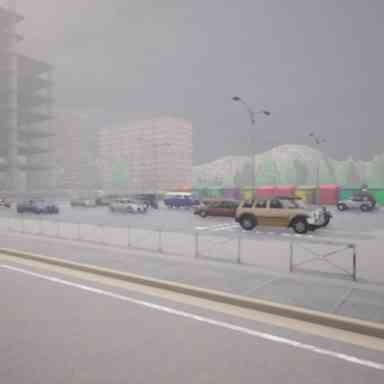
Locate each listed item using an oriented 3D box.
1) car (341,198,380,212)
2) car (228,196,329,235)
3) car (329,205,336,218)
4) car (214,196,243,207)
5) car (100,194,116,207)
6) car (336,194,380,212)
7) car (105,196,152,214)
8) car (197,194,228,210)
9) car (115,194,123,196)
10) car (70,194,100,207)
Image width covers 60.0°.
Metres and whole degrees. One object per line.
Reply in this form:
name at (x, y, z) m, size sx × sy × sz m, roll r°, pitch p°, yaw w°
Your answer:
car at (19.477, 1.419, 38.461) m, size 3.806 × 1.475 × 1.970 m, roll 0°, pitch 0°, yaw 36°
car at (4.577, 1.162, 17.875) m, size 4.605 × 1.855 × 1.932 m, roll 0°, pitch 0°, yaw 36°
car at (6.315, 1.166, 20.189) m, size 3.866 × 1.878 × 1.905 m, roll 0°, pitch 0°, yaw 36°
car at (5.305, 1.382, 48.671) m, size 3.905 × 1.438 × 1.784 m, roll 0°, pitch 0°, yaw 36°
car at (-13.433, 1.371, 48.473) m, size 3.905 × 1.438 × 1.784 m, roll 0°, pitch 0°, yaw 36°
car at (17.773, 1.178, 36.120) m, size 3.866 × 1.878 × 1.905 m, roll 0°, pitch 0°, yaw 36°
car at (-6.262, 1.402, 32.609) m, size 3.806 × 1.475 × 1.970 m, roll 0°, pitch 0°, yaw 36°
car at (3.557, 1.170, 46.361) m, size 4.605 × 1.855 × 1.932 m, roll 0°, pitch 0°, yaw 36°
car at (-11.903, 1.162, 50.678) m, size 4.605 × 1.855 × 1.932 m, roll 0°, pitch 0°, yaw 36°
car at (-15.129, 1.401, 46.126) m, size 3.806 × 1.475 × 1.970 m, roll 0°, pitch 0°, yaw 36°
